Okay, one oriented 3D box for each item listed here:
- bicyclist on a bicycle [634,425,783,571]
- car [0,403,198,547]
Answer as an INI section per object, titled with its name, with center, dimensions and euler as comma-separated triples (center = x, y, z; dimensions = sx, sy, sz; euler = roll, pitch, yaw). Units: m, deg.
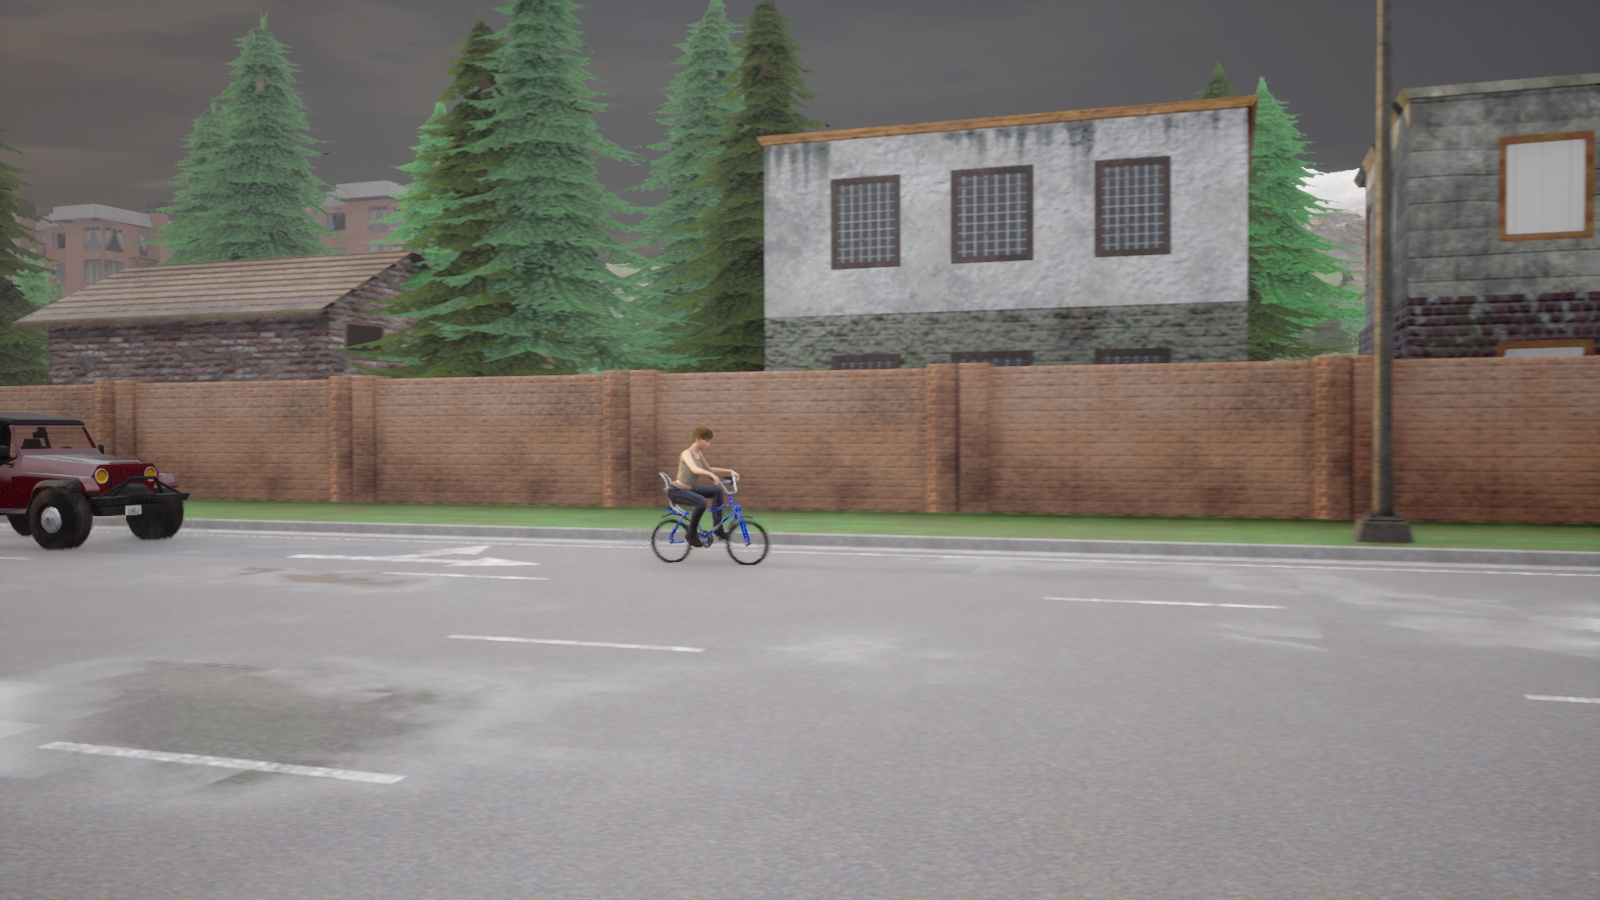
[bicyclist on a bicycle]
center = -1.062, 0.525, 14.631
dimensions = 1.509, 1.612, 0.866
euler = 1, 1, 19
[car]
center = -10.866, 0.295, 17.923
dimensions = 3.866, 1.878, 1.905
euler = 1, 1, 19
